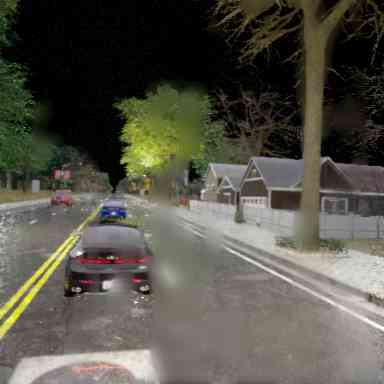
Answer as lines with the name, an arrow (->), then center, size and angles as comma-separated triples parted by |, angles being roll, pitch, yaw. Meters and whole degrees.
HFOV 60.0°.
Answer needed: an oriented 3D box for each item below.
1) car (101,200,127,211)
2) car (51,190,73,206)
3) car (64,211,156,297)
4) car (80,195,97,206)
car -> -6.165, 1.376, 26.283 | 1.882, 1.535, 5.008 | 3, 0, -13
car -> -17.125, 0.735, 44.053 | 2.150, 2.045, 5.566 | 3, 0, -13
car -> -2.027, 1.467, 8.515 | 1.837, 1.490, 4.892 | 3, 0, -13
car -> -14.434, 1.189, 46.753 | 1.812, 1.442, 4.674 | 3, 0, -13
